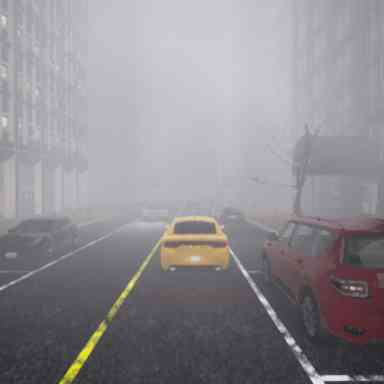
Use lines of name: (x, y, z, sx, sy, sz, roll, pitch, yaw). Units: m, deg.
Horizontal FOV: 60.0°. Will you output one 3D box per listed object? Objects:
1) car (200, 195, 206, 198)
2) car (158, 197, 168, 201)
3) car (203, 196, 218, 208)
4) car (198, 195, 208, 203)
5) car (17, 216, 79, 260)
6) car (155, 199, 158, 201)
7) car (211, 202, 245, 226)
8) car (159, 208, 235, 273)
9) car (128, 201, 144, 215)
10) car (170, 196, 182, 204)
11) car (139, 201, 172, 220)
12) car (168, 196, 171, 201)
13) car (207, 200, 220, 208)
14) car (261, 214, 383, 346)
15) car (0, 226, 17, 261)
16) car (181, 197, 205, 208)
car: (2.352, 1.772, 67.076, 1.812, 1.442, 4.674, 0, 0, 0)
car: (-5.687, 1.743, 57.834, 1.752, 1.417, 4.829, -1, 0, 0)
car: (2.676, 1.603, 40.922, 1.967, 1.590, 4.097, -1, 0, 0)
car: (2.675, 1.602, 80.643, 2.192, 1.841, 5.009, -1, 0, 0)
car: (-5.670, 1.618, 12.613, 1.947, 1.339, 4.313, -1, 0, 0)
car: (-5.669, 1.729, 40.981, 1.947, 1.339, 4.313, -1, 0, 0)
car: (2.678, 1.663, 23.898, 1.947, 1.339, 4.313, -1, 0, 0)
car: (0.089, 1.523, 10.876, 1.882, 1.535, 5.008, 0, 0, 0)
car: (-5.669, 1.724, 35.308, 1.802, 1.307, 4.206, -1, 0, 0)
car: (-3.000, 1.799, 70.578, 1.994, 1.385, 4.181, 0, 0, 0)
car: (-3.098, 1.719, 29.216, 1.895, 1.301, 4.718, 0, 0, 0)
car: (-5.701, 1.838, 80.700, 2.008, 1.369, 4.403, -1, 0, 0)
car: (2.678, 1.671, 29.572, 2.008, 1.369, 4.403, -1, 0, 0)
car: (2.712, 1.343, 6.390, 2.192, 1.841, 5.009, -1, 0, 0)
car: (-5.840, 1.596, 6.939, 1.947, 1.339, 4.313, -1, 0, 0)
car: (0.099, 1.648, 35.665, 1.837, 1.490, 4.892, 0, 0, 0)
